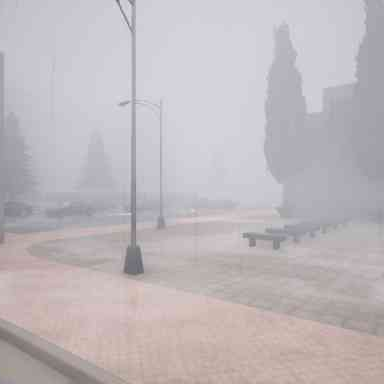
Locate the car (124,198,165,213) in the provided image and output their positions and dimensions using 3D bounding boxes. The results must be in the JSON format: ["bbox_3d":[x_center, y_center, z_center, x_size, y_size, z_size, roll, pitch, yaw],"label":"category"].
[{"bbox_3d":[-5.469,1.564,36.640,1.994,1.385,4.181,0,0,38],"label":"car"}]

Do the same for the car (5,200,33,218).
[{"bbox_3d":[-16.239,1.505,28.491,1.837,1.490,4.892,0,0,39],"label":"car"}]

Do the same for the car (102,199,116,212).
[{"bbox_3d":[-10.454,1.491,35.918,2.128,1.511,4.902,0,0,38],"label":"car"}]

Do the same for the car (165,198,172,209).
[{"bbox_3d":[-4.688,1.504,43.390,1.837,1.490,4.892,0,0,38],"label":"car"}]

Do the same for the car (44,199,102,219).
[{"bbox_3d":[-10.774,1.525,29.736,1.812,1.442,4.674,0,0,37],"label":"car"}]

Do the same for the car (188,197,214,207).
[{"bbox_3d":[1.464,1.564,51.329,1.994,1.385,4.181,0,0,38],"label":"car"}]

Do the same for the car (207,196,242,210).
[{"bbox_3d":[4.249,1.564,43.203,1.994,1.385,4.181,0,0,38],"label":"car"}]

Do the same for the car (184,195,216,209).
[{"bbox_3d":[0.873,1.505,44.860,1.837,1.490,4.892,0,0,38],"label":"car"}]
